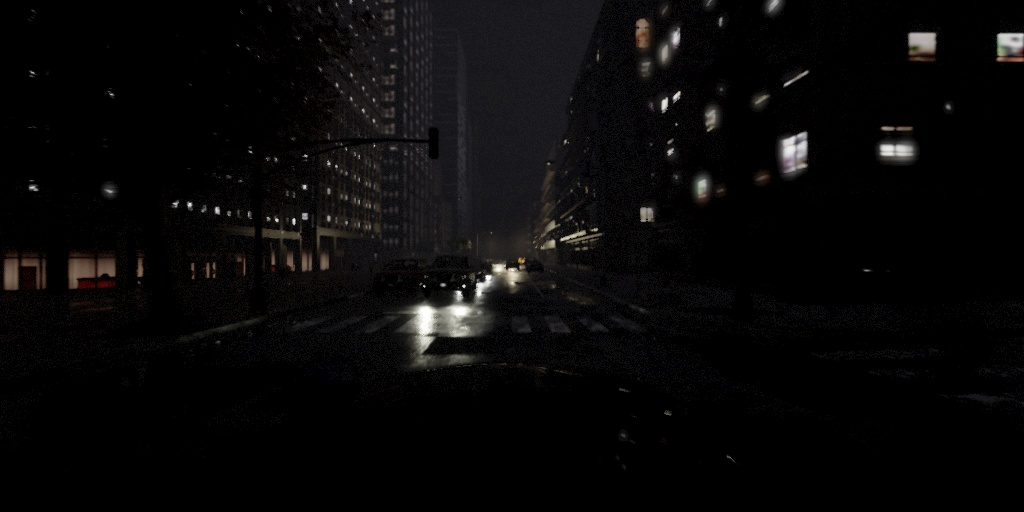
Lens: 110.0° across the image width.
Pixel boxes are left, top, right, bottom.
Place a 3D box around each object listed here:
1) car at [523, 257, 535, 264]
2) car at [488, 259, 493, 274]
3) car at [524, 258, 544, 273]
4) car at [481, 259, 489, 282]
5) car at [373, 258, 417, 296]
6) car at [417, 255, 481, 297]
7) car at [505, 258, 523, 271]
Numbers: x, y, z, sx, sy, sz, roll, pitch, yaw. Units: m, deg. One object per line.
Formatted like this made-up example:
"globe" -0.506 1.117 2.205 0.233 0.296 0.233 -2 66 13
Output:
"car" 2.695 1.208 47.056 1.751 1.417 4.829 0 0 0
"car" -3.086 1.293 39.083 1.895 1.301 4.718 0 0 0
"car" 2.694 1.255 41.363 1.948 1.339 4.313 0 0 0
"car" -3.097 1.232 28.779 1.812 1.442 4.674 0 0 0
"car" -5.690 1.035 19.273 2.192 1.841 5.009 0 0 0
"car" -3.098 0.943 18.897 2.150 2.045 5.566 0 0 0
"car" 0.105 1.173 48.669 2.128 1.511 4.902 0 0 0
